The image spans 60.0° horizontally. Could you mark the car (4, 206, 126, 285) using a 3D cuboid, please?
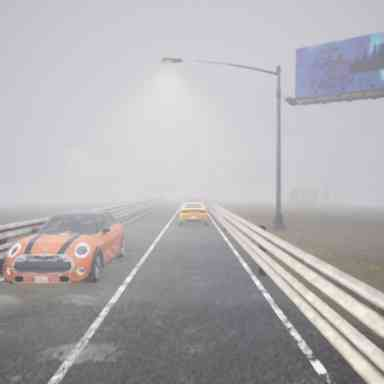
[{"bbox_3d":[-3.337,1.349,9.621,2.097,1.767,4.553,0,0,0],"label":"car"}]

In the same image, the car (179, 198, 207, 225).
[{"bbox_3d":[0.097,1.470,24.139,1.882,1.535,5.008,0,0,0],"label":"car"}]

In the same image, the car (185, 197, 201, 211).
[{"bbox_3d":[0.094,1.464,42.489,1.882,1.535,5.008,0,0,0],"label":"car"}]
